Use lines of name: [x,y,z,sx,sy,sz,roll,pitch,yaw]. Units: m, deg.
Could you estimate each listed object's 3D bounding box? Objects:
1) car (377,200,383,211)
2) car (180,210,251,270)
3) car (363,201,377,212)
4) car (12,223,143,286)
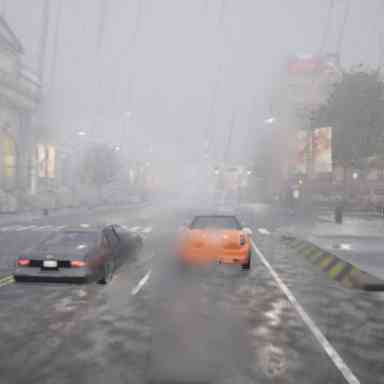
car: [26.428,1.959,42.164,4.181,1.385,1.994,0,0,4]
car: [0.815,1.431,11.563,2.097,1.767,4.553,0,0,4]
car: [26.190,1.908,45.681,4.902,1.511,2.128,0,0,4]
car: [-2.841,1.596,9.603,2.033,1.411,5.357,0,0,4]
